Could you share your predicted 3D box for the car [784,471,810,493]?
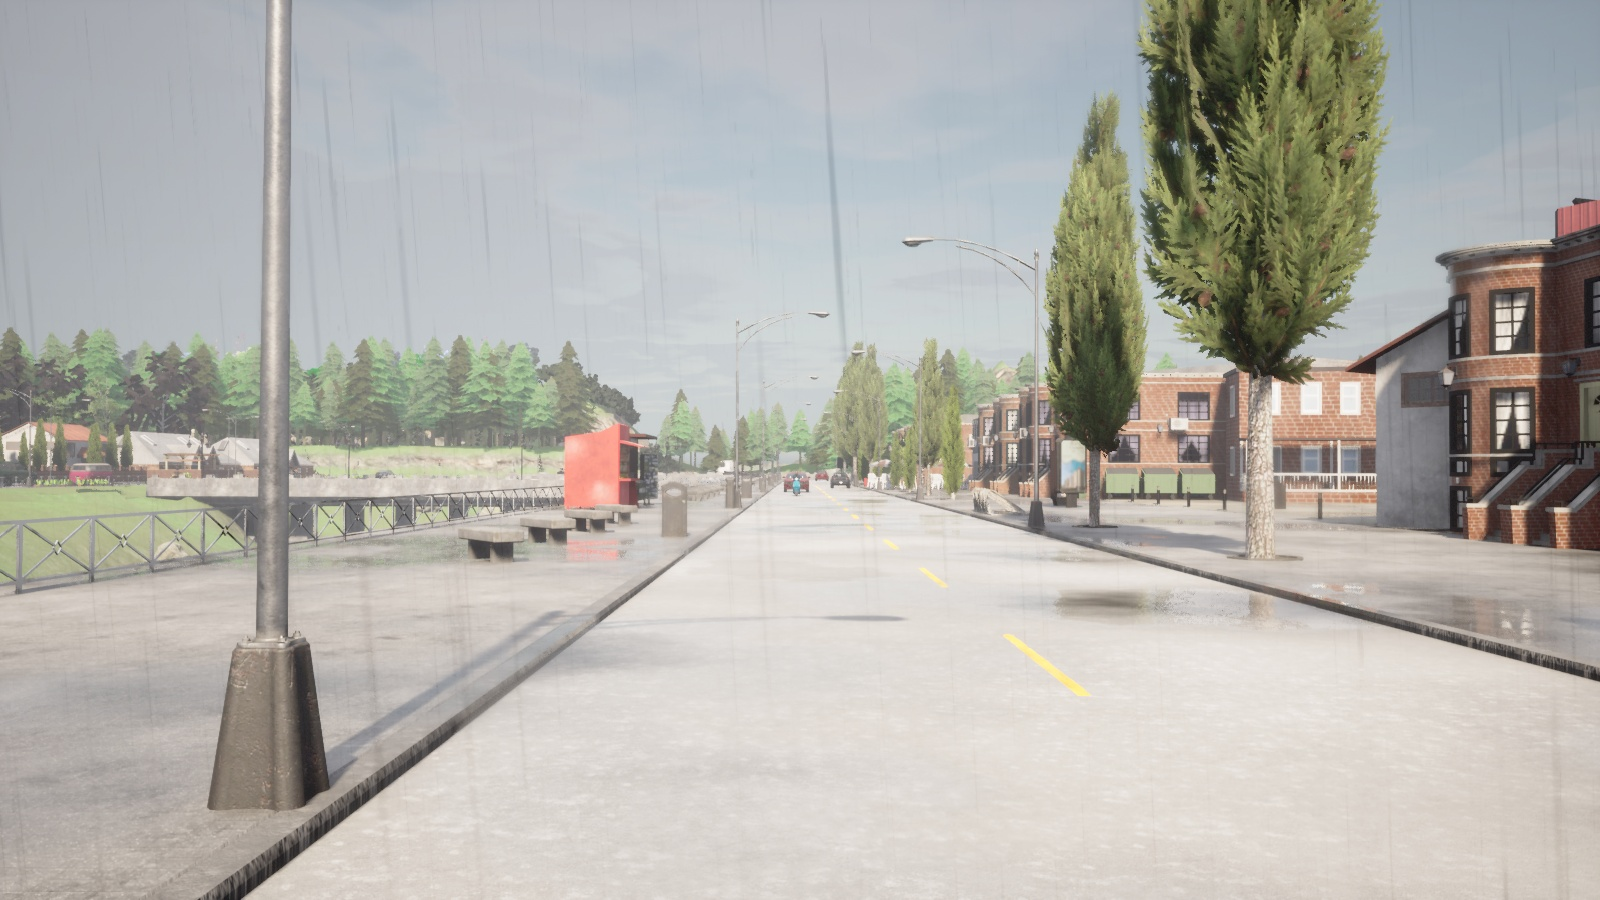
[{"bbox_3d":[-0.242,2.350,92.943,1.882,1.535,5.008,0,-1,0],"label":"car"}]
